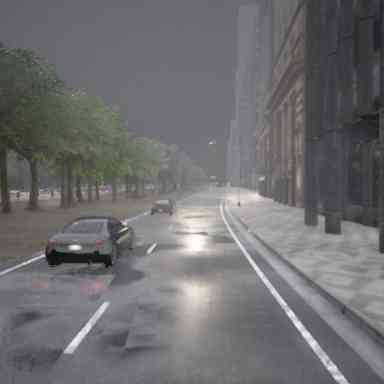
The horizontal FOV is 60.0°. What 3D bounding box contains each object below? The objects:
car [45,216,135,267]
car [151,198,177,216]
[{"bbox_3d":[-3.218,1.506,11.283,1.994,1.385,4.181,0,0,1],"label":"car"},{"bbox_3d":[-2.444,1.292,29.501,1.812,1.442,4.674,0,1,3],"label":"car"}]
